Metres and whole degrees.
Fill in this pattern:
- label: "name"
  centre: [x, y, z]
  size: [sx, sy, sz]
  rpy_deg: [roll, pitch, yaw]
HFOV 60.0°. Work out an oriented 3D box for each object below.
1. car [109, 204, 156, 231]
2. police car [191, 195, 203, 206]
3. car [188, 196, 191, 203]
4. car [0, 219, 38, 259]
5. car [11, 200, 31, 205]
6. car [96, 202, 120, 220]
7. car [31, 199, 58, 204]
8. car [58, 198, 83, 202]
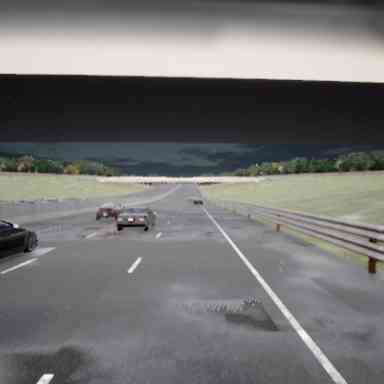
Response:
- label: "car"
  centre: [-3.395, 1.584, 20.885]
  size: [2.033, 1.411, 5.357]
  rpy_deg: [0, 0, 0]
- label: "police car"
  centre: [1.238, 1.848, 65.751]
  size: [1.930, 1.638, 5.238]
  rpy_deg: [0, -1, 0]
- label: "car"
  centre: [0.002, 1.953, 84.519]
  size: [2.128, 1.511, 4.902]
  rpy_deg: [0, 0, 0]
- label: "car"
  centre: [-6.897, 1.561, 11.047]
  size: [1.994, 1.385, 4.181]
  rpy_deg: [0, 0, 0]
- label: "car"
  centre: [-24.556, 1.851, 48.774]
  size: [1.895, 1.301, 4.718]
  rpy_deg: [0, -1, 0]
- label: "car"
  centre: [-6.894, 1.613, 28.683]
  size: [1.812, 1.442, 4.674]
  rpy_deg: [0, 0, 0]
- label: "car"
  centre: [-21.059, 1.742, 48.888]
  size: [2.128, 1.511, 4.902]
  rpy_deg: [0, 0, 0]
- label: "car"
  centre: [-17.558, 1.607, 49.214]
  size: [2.097, 1.767, 4.553]
  rpy_deg: [0, -1, 0]
